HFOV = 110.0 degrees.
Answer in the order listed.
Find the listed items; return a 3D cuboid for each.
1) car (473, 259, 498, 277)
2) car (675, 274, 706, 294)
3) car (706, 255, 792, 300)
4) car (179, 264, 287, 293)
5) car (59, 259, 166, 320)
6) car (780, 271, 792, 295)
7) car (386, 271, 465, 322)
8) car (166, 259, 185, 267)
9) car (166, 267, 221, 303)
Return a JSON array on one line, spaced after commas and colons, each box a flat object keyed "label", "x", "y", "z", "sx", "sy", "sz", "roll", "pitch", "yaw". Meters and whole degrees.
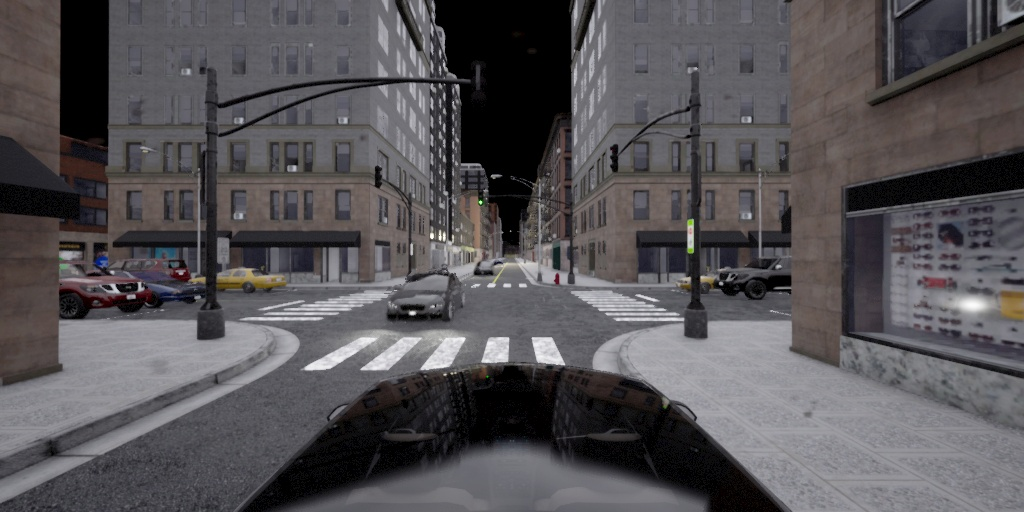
[{"label": "car", "x": -2.729, "y": 1.255, "z": 35.867, "sx": 1.882, "sy": 1.535, "sz": 5.008, "roll": 0, "pitch": 1, "yaw": 0}, {"label": "car", "x": 11.644, "y": 1.299, "z": 19.817, "sx": 4.829, "sy": 1.417, "sz": 1.751, "roll": 0, "pitch": 0, "yaw": 0}, {"label": "car", "x": 12.848, "y": 0.986, "z": 17.283, "sx": 5.566, "sy": 2.045, "sz": 2.150, "roll": 0, "pitch": 0, "yaw": 0}, {"label": "car", "x": -15.240, "y": 1.275, "z": 19.872, "sx": 4.829, "sy": 1.417, "sz": 1.751, "roll": 0, "pitch": 0, "yaw": 0}, {"label": "car", "x": -15.094, "y": 1.032, "z": 11.846, "sx": 5.009, "sy": 1.841, "sz": 2.192, "roll": 0, "pitch": 0, "yaw": 0}, {"label": "car", "x": 11.788, "y": 1.308, "z": 11.792, "sx": 4.313, "sy": 1.339, "sz": 1.948, "roll": 0, "pitch": 0, "yaw": 0}, {"label": "car", "x": -2.744, "y": 1.317, "z": 12.312, "sx": 1.837, "sy": 1.490, "sz": 4.892, "roll": 0, "pitch": 0, "yaw": 0}, {"label": "car", "x": -20.749, "y": 1.058, "z": 19.883, "sx": 5.009, "sy": 1.841, "sz": 2.192, "roll": 0, "pitch": 0, "yaw": 0}, {"label": "car", "x": -15.278, "y": 1.275, "z": 14.387, "sx": 5.357, "sy": 1.411, "sz": 2.033, "roll": 0, "pitch": 0, "yaw": 0}]
